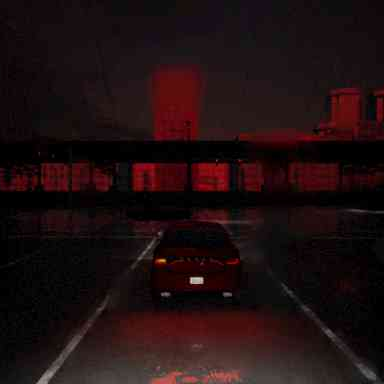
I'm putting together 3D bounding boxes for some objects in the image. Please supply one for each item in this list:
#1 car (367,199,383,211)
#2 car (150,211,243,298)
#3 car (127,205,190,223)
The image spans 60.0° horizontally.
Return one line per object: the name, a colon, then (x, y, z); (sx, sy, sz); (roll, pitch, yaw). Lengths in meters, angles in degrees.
car: (22.714, 1.403, 38.390); (4.674, 1.442, 1.812); (-1, 0, 1)
car: (0.091, 1.478, 8.592); (1.882, 1.535, 5.008); (0, 0, 0)
car: (-2.342, 1.587, 24.853); (4.718, 1.301, 1.895); (0, 0, 2)
